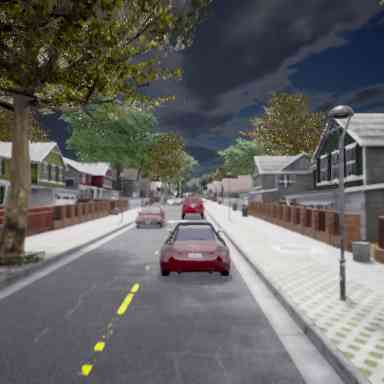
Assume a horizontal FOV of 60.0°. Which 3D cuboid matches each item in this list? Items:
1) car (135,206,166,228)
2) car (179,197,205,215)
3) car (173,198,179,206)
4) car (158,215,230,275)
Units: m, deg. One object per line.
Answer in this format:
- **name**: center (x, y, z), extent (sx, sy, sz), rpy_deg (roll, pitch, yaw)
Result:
- **car**: center (-2.849, 1.726, 23.831), extent (1.812, 1.442, 4.674), rpy_deg (0, 0, 0)
- **car**: center (0.101, 1.473, 33.787), extent (2.150, 2.045, 5.566), rpy_deg (0, 0, 0)
- **car**: center (-2.761, 1.907, 65.338), extent (1.812, 1.442, 4.674), rpy_deg (0, 0, 0)
- **car**: center (0.091, 1.669, 10.813), extent (1.994, 1.385, 4.181), rpy_deg (0, 0, 0)
